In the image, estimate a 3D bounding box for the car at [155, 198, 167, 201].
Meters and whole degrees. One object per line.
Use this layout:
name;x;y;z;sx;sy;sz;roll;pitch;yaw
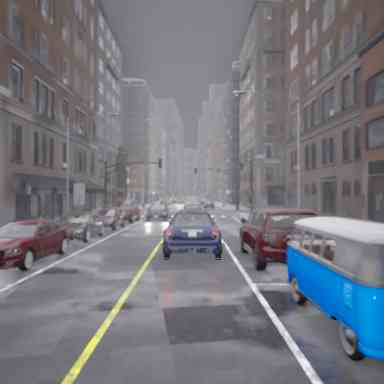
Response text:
car;-5.640;2.159;55.082;1.802;1.307;4.206;-1;-1;0

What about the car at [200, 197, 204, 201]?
car;2.888;2.167;60.838;1.752;1.417;4.829;-1;-1;0

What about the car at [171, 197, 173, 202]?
car;-5.630;2.293;71.606;1.752;1.417;4.829;-1;-1;0

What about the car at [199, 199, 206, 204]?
car;2.909;2.590;94.046;2.008;1.369;4.403;-1;-1;0

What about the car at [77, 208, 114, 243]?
car;-5.664;1.719;16.919;2.008;1.369;4.403;-1;-1;0

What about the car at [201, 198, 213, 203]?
car;2.885;2.159;55.104;1.802;1.307;4.206;-1;-1;0

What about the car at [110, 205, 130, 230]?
car;-5.660;1.808;22.501;1.802;1.307;4.206;-1;-1;0

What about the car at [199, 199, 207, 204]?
car;2.906;2.515;88.483;1.887;1.381;4.507;-1;-1;0

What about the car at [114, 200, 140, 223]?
car;-5.660;1.599;28.086;2.192;1.841;5.009;-1;-1;0

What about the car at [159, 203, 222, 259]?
car;0.031;1.484;13.417;2.097;1.767;4.553;0;-1;1

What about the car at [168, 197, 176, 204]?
car;-5.619;2.354;94.037;2.192;1.841;5.009;-1;-1;0

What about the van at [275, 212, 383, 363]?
van;2.851;1.398;5.771;1.690;1.788;3.998;-1;-1;0

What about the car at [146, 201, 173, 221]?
car;-3.003;1.831;30.170;1.812;1.442;4.674;0;-1;1

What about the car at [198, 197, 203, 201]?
car;2.899;2.380;77.356;1.887;1.381;4.507;-1;-1;0

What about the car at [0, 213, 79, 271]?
car;-5.668;1.657;11.337;1.887;1.381;4.507;-1;-1;0

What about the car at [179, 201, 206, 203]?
car;0.033;1.784;27.836;1.837;1.490;4.892;0;-1;0

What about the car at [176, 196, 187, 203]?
car;-2.943;2.256;87.416;2.097;1.767;4.553;0;-1;0

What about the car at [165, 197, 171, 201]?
car;-5.640;1.955;60.650;2.192;1.841;5.009;-1;-1;0

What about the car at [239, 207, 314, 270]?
car;2.854;1.428;11.356;2.192;1.841;5.009;-1;-1;0

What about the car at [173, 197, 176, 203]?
car;-5.623;2.453;82.904;2.008;1.369;4.403;-1;-1;0
